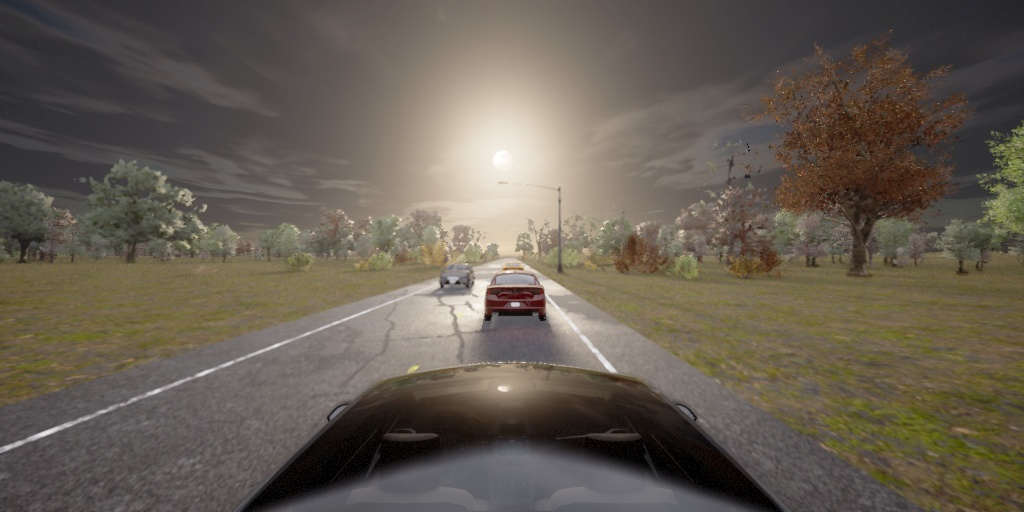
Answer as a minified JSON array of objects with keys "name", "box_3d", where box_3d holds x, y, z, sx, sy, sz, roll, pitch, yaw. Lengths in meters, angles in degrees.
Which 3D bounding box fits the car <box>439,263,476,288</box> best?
[{"name":"car","box_3d":[-3.501,1.250,23.627,2.128,1.511,4.902,0,0,0]}]

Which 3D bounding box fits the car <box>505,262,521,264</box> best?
[{"name":"car","box_3d":[0.101,1.232,31.071,1.882,1.535,5.008,0,0,0]}]

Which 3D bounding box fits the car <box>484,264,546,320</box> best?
[{"name":"car","box_3d":[0.100,1.229,12.678,1.882,1.535,5.008,0,0,0]}]
